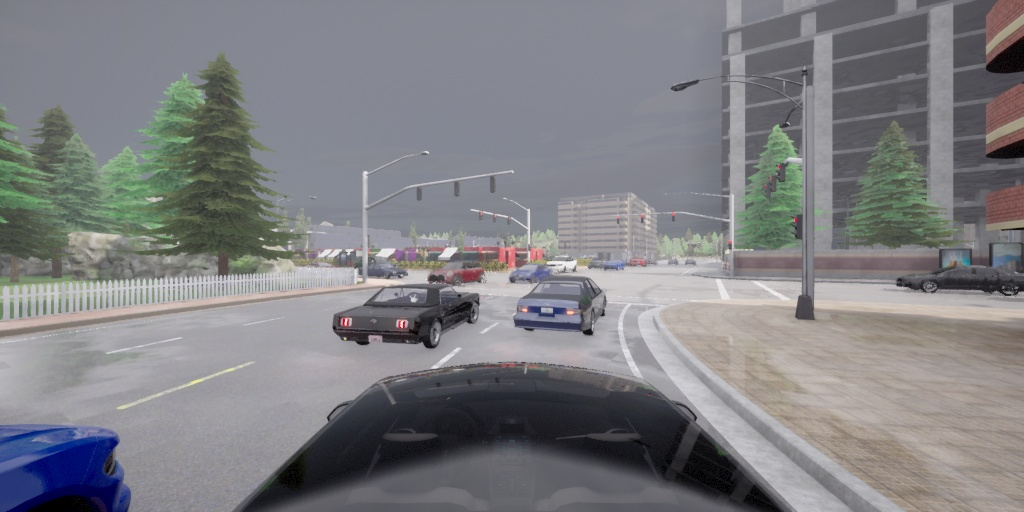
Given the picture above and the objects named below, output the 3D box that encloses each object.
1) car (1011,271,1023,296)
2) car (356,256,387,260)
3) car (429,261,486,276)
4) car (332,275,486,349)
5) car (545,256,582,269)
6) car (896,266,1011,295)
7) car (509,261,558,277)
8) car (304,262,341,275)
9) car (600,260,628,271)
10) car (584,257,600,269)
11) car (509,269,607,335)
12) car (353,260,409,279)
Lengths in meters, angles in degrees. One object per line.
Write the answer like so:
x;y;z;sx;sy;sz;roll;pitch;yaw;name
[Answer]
25.906;1.297;15.247;4.902;1.511;2.128;0;0;30;car
-14.709;1.027;38.756;5.566;2.045;2.150;0;0;30;car
-3.736;1.135;24.738;2.097;1.767;4.553;0;0;29;car
-2.268;1.351;9.251;1.895;1.301;4.718;0;0;11;car
5.838;0.983;41.687;2.150;2.045;5.566;0;0;30;car
25.018;1.310;20.027;4.892;1.490;1.837;0;0;30;car
1.519;1.315;27.032;1.812;1.442;4.674;0;0;30;car
-20.102;1.331;37.834;4.674;1.442;1.812;0;0;30;car
13.998;1.227;48.949;1.882;1.535;5.008;0;0;30;car
12.797;1.314;53.907;1.994;1.385;4.181;0;0;30;car
1.666;1.297;10.612;2.033;1.411;5.357;0;0;20;car
-12.063;1.353;33.165;5.357;1.411;2.033;0;0;31;car
